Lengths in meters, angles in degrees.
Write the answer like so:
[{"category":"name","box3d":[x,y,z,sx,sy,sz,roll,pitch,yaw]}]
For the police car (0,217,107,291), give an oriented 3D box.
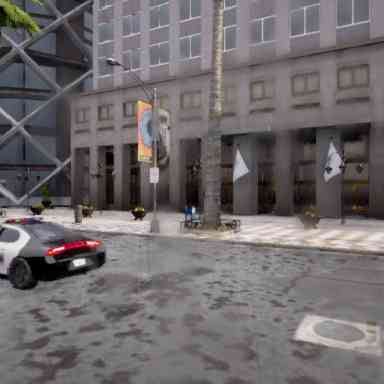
[{"category":"police car","box3d":[-4.814,1.509,9.101,4.974,1.542,2.038,0,0,28]}]
